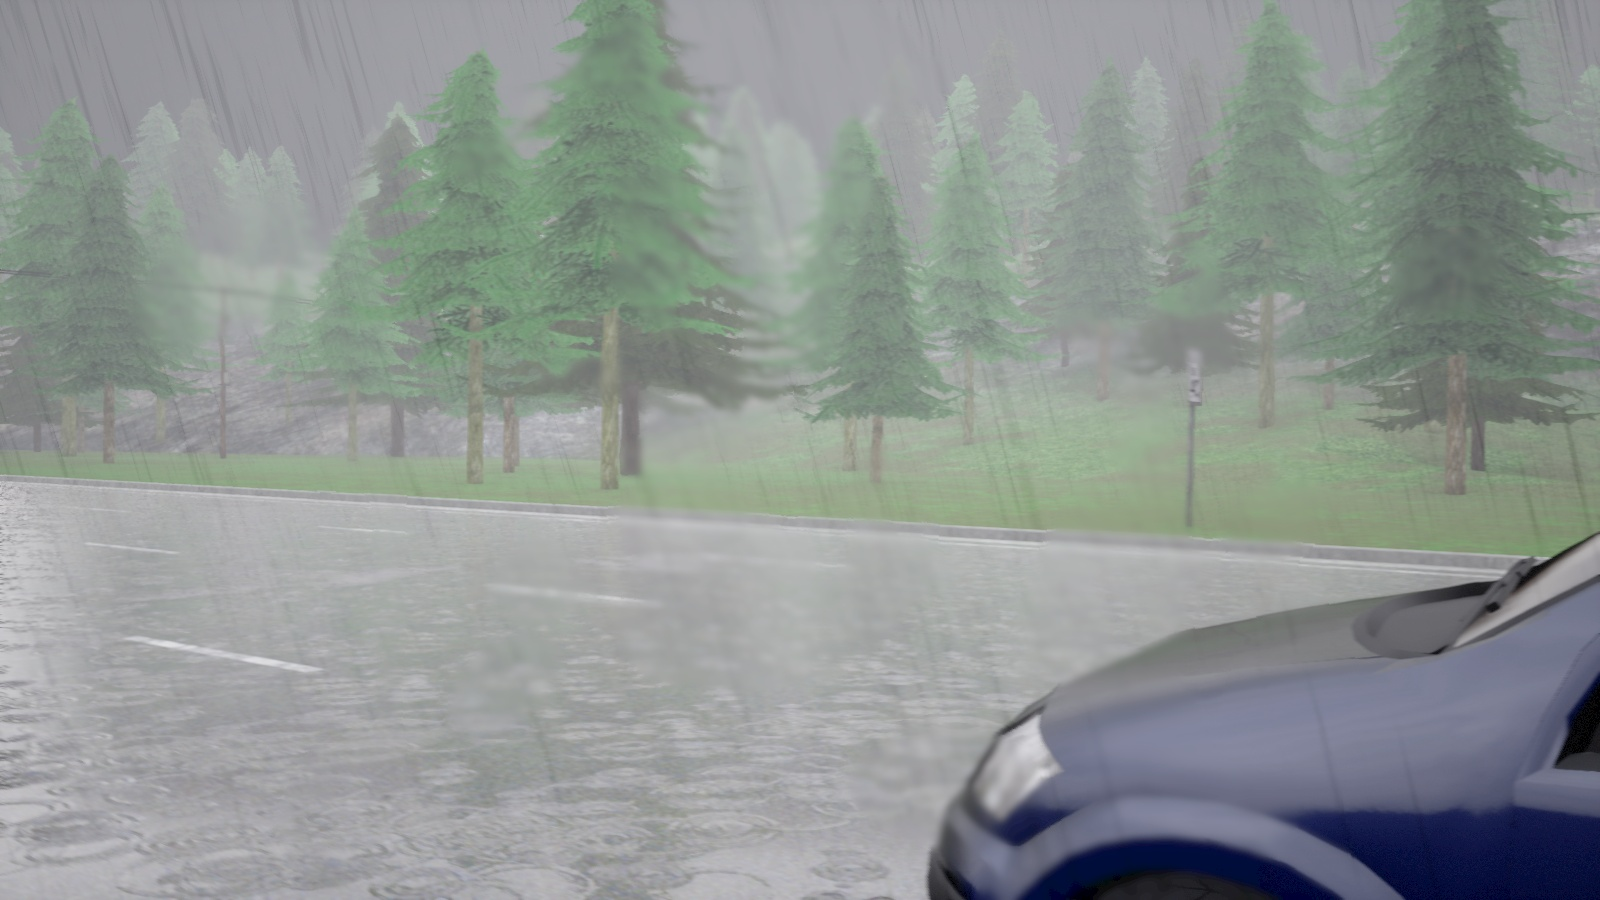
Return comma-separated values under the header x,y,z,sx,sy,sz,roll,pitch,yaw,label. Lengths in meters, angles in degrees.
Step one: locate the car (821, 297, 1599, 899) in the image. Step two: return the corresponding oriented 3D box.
x,y,z,sx,sy,sz,roll,pitch,yaw,label
2.222,0.580,2.152,3.988,1.617,1.851,0,1,34,car
